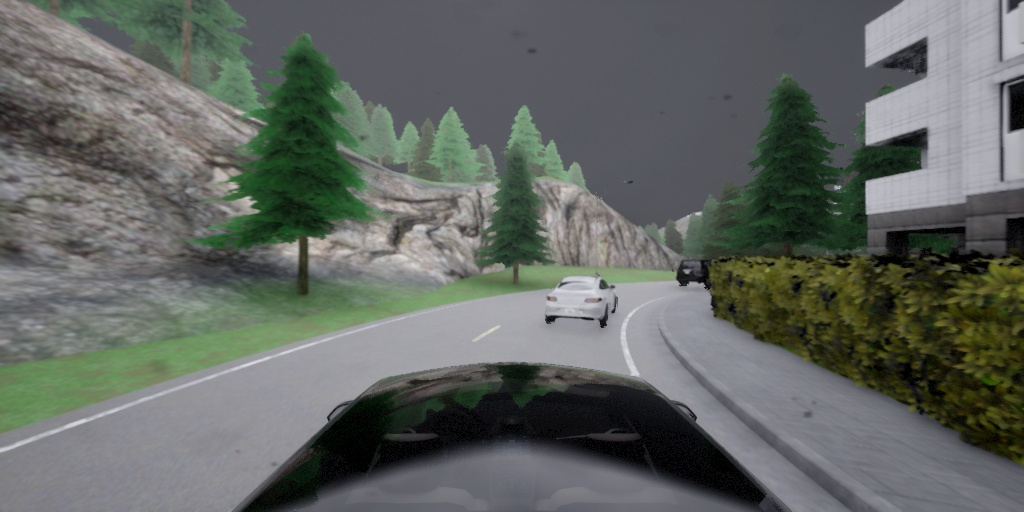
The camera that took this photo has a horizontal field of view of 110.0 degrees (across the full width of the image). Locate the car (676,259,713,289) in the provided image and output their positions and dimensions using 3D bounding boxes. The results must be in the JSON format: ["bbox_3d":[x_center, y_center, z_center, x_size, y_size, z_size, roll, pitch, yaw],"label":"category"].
[{"bbox_3d":[14.472,1.268,26.563,5.566,2.045,2.150,1,-1,-34],"label":"car"}]

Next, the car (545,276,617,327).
[{"bbox_3d":[2.419,1.379,12.066,1.812,1.442,4.674,0,0,21],"label":"car"}]
